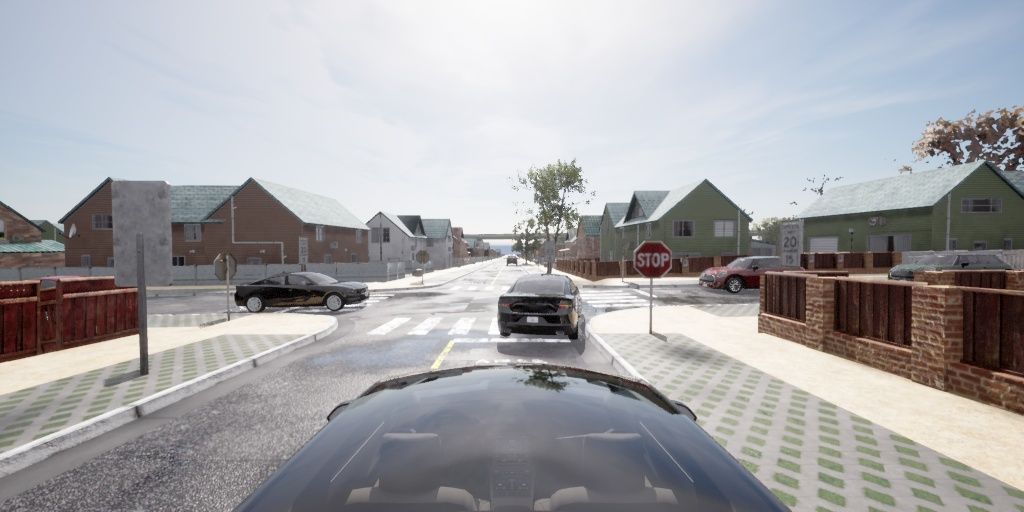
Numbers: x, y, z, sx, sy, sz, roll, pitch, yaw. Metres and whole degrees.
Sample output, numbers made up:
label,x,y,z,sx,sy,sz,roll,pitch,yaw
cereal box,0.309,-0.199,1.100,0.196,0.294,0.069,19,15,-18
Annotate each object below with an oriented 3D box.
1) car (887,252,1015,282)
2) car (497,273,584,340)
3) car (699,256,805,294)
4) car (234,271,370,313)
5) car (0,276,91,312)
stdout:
label,x,y,z,sx,sy,sz,roll,pitch,yaw
car,21.702,0.646,17.838,4.553,1.767,2.097,-1,2,0
car,0.958,1.224,10.158,1.882,1.535,5.008,0,0,12
car,11.807,0.820,17.767,4.553,1.767,2.097,-1,2,0
car,-8.468,1.376,14.685,5.008,1.535,1.882,-1,2,0
car,-18.021,1.546,14.623,5.008,1.535,1.882,-1,2,0
